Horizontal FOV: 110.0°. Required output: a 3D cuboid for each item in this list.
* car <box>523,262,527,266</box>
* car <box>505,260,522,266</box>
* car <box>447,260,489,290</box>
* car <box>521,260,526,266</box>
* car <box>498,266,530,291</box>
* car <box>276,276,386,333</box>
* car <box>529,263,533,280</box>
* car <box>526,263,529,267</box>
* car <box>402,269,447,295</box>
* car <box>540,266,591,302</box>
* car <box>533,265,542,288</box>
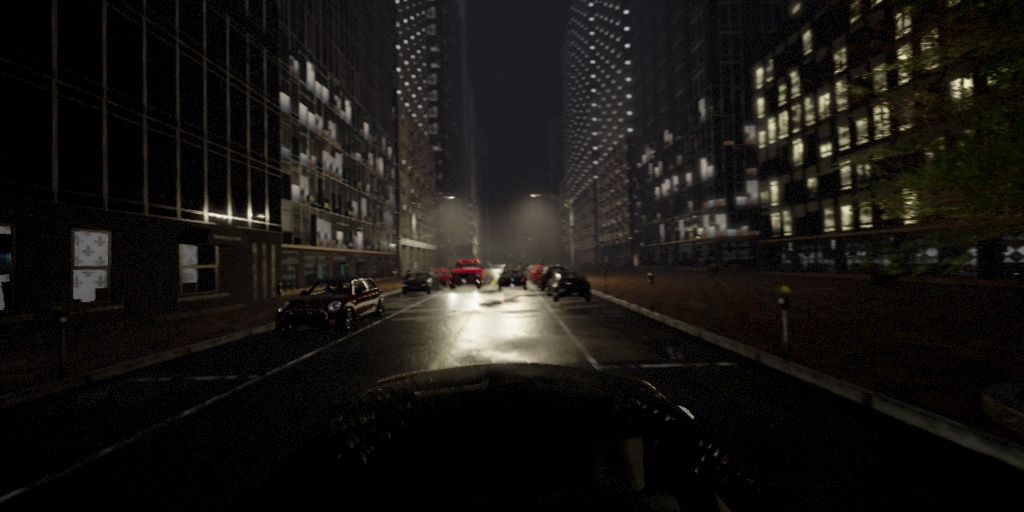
[{"bbox_3d":[2.563,1.631,40.157,2.007,1.370,4.403,0,0,0],"label":"car"},{"bbox_3d":[-0.069,1.661,43.633,1.882,1.535,5.008,-1,0,0],"label":"car"},{"bbox_3d":[-3.144,1.304,26.214,2.150,2.045,5.566,-1,-1,0],"label":"car"},{"bbox_3d":[2.476,1.828,57.222,1.948,1.339,4.313,0,0,0],"label":"car"},{"bbox_3d":[0.019,1.585,24.670,1.895,1.301,4.718,-1,-1,0],"label":"car"},{"bbox_3d":[-5.669,1.436,11.691,1.967,1.591,4.097,0,0,0],"label":"car"},{"bbox_3d":[2.622,1.506,28.780,1.888,1.381,4.507,0,0,0],"label":"car"},{"bbox_3d":[2.592,1.602,34.469,1.802,1.307,4.207,0,0,0],"label":"car"},{"bbox_3d":[-5.727,1.665,23.068,2.007,1.370,4.403,0,0,0],"label":"car"},{"bbox_3d":[2.680,1.393,17.403,2.007,1.370,4.403,0,0,0],"label":"car"},{"bbox_3d":[2.650,1.342,23.091,1.967,1.591,4.097,0,0,0],"label":"car"}]
